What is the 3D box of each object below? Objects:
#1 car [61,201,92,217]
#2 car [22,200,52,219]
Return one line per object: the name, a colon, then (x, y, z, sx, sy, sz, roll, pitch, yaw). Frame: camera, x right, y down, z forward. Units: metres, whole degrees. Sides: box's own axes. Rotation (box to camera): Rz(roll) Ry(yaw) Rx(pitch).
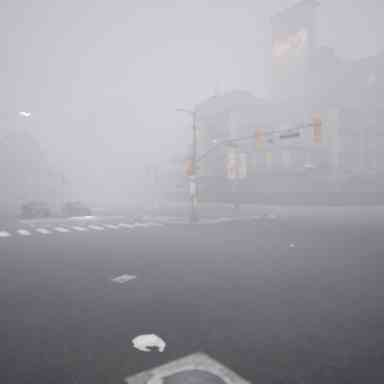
car: (-11.054, 1.550, 31.696, 1.994, 1.385, 4.181, 0, 0, -36)
car: (-13.878, 1.496, 29.628, 1.837, 1.490, 4.892, 0, 0, -36)
